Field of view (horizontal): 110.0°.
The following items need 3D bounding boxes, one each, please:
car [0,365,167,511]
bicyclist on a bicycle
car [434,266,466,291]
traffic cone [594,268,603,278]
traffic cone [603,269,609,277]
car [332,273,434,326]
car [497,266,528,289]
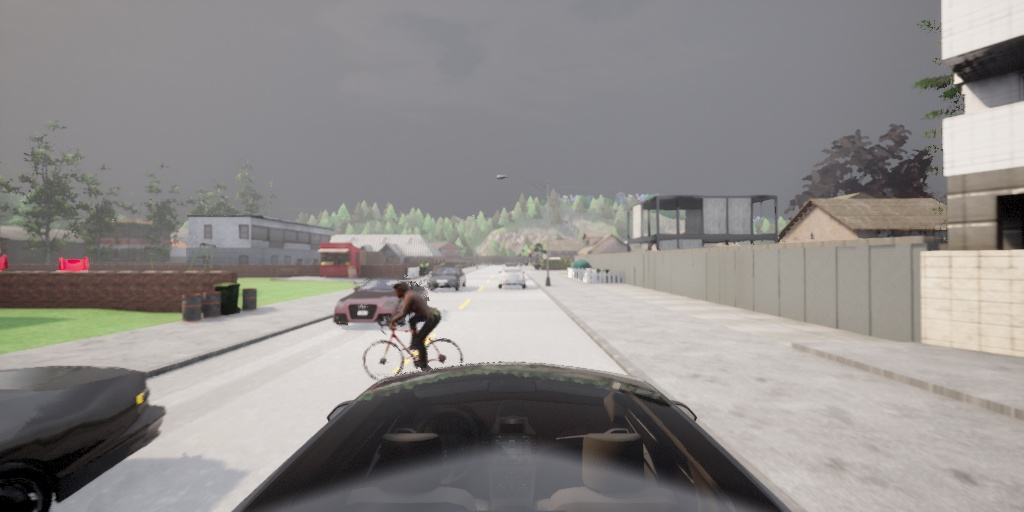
[{"bbox_3d":[-4.094,1.290,0.861,2.033,1.411,5.357,0,-1,0],"label":"car"},{"bbox_3d":[-1.637,1.242,5.872,1.656,1.620,0.582,-2,-1,0],"label":"bicyclist on a bicycle"},{"bbox_3d":[-4.174,1.456,23.763,2.128,1.511,4.902,0,-1,0],"label":"car"},{"bbox_3d":[10.220,1.973,42.369,0.344,0.586,0.344,0,0,0],"label":"traffic cone"},{"bbox_3d":[11.215,1.959,43.414,0.344,0.586,0.344,0,0,0],"label":"traffic cone"},{"bbox_3d":[-4.137,1.413,11.936,1.994,1.385,4.181,0,-1,0],"label":"car"},{"bbox_3d":[0.008,1.506,25.517,1.812,1.442,4.674,0,-1,0],"label":"car"}]
